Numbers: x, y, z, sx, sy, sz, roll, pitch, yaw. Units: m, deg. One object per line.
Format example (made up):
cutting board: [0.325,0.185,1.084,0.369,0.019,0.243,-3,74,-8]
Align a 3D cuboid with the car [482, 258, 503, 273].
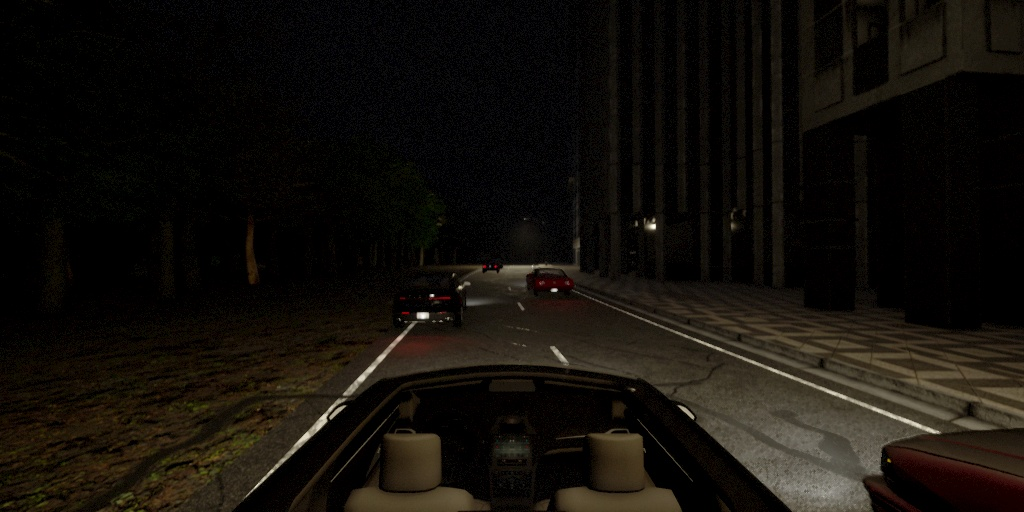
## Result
car: [-2.310,1.149,40.478,2.033,1.411,5.357,0,0,0]

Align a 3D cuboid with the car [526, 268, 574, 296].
car: [1.870,1.307,19.234,1.895,1.301,4.718,0,0,-4]

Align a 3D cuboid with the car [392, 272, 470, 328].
car: [-2.429,1.238,11.380,1.837,1.490,4.892,0,0,-5]
